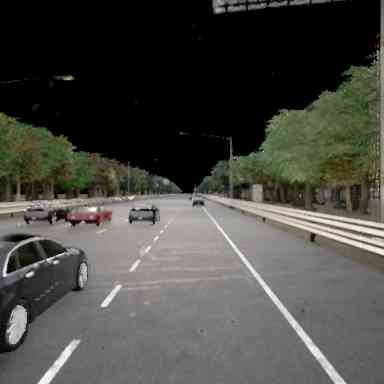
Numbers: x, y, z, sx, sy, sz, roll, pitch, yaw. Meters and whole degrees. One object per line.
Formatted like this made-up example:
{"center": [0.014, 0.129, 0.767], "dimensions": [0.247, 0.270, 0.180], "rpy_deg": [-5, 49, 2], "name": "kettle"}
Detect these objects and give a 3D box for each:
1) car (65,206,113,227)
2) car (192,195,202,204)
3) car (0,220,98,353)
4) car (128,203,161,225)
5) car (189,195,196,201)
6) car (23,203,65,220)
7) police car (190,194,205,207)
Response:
{"center": [-6.900, 1.646, 23.255], "dimensions": [1.895, 1.301, 4.718], "rpy_deg": [0, 0, 0], "name": "car"}
{"center": [1.059, 1.504, 69.623], "dimensions": [2.097, 1.767, 4.553], "rpy_deg": [0, 0, 0], "name": "car"}
{"center": [-3.399, 1.517, 6.139], "dimensions": [1.837, 1.490, 4.892], "rpy_deg": [0, 0, 0], "name": "car"}
{"center": [-3.401, 1.539, 24.373], "dimensions": [2.128, 1.511, 4.902], "rpy_deg": [0, 0, 0], "name": "car"}
{"center": [0.047, 1.580, 87.360], "dimensions": [1.837, 1.490, 4.892], "rpy_deg": [0, 0, 0], "name": "car"}
{"center": [-10.400, 1.539, 24.304], "dimensions": [2.128, 1.511, 4.902], "rpy_deg": [0, 0, 0], "name": "car"}
{"center": [1.049, 1.534, 53.783], "dimensions": [1.930, 1.638, 5.238], "rpy_deg": [0, 0, 0], "name": "police car"}
